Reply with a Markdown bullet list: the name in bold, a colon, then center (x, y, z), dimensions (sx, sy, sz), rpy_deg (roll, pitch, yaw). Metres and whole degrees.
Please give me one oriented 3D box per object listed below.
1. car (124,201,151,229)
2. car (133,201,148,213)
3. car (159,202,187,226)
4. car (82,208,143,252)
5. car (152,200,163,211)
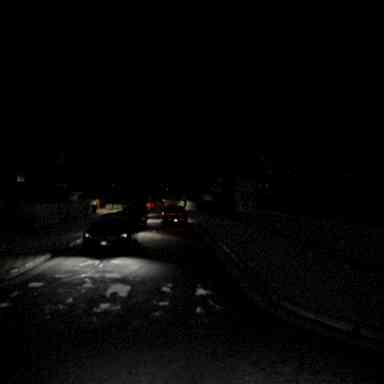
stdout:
- **car**: center (-4.147, 1.697, 23.853), dimensions (1.882, 1.535, 5.008), rpy_deg (1, -1, -6)
- **car**: center (-6.907, 1.965, 44.056), dimensions (1.837, 1.490, 4.892), rpy_deg (1, -1, -10)
- **car**: center (-1.434, 1.810, 26.373), dimensions (1.837, 1.490, 4.892), rpy_deg (1, -1, -6)
- **car**: center (-3.407, 1.644, 14.616), dimensions (1.812, 1.442, 4.674), rpy_deg (1, -1, -4)
- **car**: center (-5.239, 1.957, 50.393), dimensions (2.097, 1.767, 4.553), rpy_deg (1, -1, -11)
